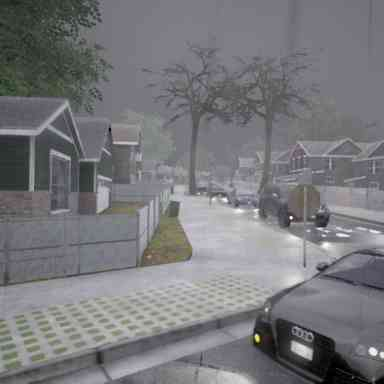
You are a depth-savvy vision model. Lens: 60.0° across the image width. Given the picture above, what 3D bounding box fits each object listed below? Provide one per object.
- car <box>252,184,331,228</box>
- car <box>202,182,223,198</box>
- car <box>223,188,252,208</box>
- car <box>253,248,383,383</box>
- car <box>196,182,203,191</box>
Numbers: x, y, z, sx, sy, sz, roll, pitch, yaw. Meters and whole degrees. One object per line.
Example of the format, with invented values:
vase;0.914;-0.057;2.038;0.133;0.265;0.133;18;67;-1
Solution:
car;5.209;0.634;17.833;2.150;2.045;5.566;1;3;-6
car;2.923;-0.115;40.096;2.033;1.411;5.357;1;3;-6
car;4.180;0.459;27.771;1.812;1.442;4.674;1;3;-6
car;2.886;1.574;4.788;4.181;1.385;1.994;0;0;-33
car;1.648;-0.796;52.988;1.882;1.535;5.008;1;3;-6
